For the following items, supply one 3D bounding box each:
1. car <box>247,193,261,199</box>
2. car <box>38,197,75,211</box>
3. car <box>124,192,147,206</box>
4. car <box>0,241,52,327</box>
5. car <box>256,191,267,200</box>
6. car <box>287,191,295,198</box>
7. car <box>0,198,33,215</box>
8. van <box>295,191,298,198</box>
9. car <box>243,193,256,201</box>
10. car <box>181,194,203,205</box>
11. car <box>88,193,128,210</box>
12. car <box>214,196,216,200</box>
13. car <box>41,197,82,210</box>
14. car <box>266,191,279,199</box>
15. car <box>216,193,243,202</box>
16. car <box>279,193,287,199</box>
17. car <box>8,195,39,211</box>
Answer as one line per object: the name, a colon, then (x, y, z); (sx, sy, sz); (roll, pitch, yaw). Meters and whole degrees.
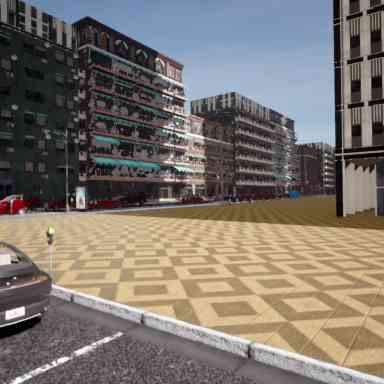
car: (16.168, 1.040, 86.521); (1.947, 1.339, 4.313); (-1, 0, 36)
car: (-15.083, 1.368, 39.183); (1.812, 1.442, 4.674); (-1, 0, 36)
car: (-8.937, 0.985, 47.628); (2.150, 2.045, 5.566); (-1, 0, 36)
car: (-4.372, 1.553, 6.184); (4.403, 1.369, 2.008); (0, -1, 36)
car: (13.186, 1.046, 68.180); (1.802, 1.307, 4.206); (-1, 0, 36)
car: (22.943, 0.931, 81.589); (1.802, 1.307, 4.206); (-1, 0, 36)
car: (-16.083, 1.413, 27.955); (1.802, 1.307, 4.206); (-1, 0, 36)
van: (26.192, 0.654, 86.059); (1.690, 1.788, 3.998); (-1, 0, 36)
car: (9.934, 1.047, 63.711); (1.887, 1.381, 4.507); (-1, 0, 36)
car: (0.176, 1.062, 50.303); (1.967, 1.590, 4.097); (-1, 0, 36)
car: (-9.580, 1.186, 36.894); (1.967, 1.590, 4.097); (-1, 0, 36)
car: (6.410, 1.028, 73.112); (1.967, 1.590, 4.097); (-1, 0, 36)
car: (-16.354, 1.415, 41.827); (1.887, 1.381, 4.507); (-1, 0, 36)
car: (16.435, 0.740, 72.650); (2.192, 1.841, 5.009); (-1, 0, 36)
car: (6.682, 1.093, 59.242); (2.008, 1.369, 4.403); (-1, 0, 36)
car: (19.690, 0.938, 77.119); (2.008, 1.369, 4.403); (-1, 0, 36)
car: (-19.609, 1.228, 37.356); (2.192, 1.841, 5.009); (-1, 0, 36)
